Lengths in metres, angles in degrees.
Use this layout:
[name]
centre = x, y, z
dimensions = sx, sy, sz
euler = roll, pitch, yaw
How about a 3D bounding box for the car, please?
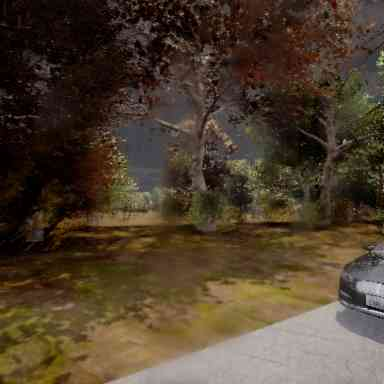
[car]
centre = 4.908, 1.519, 6.817
dimensions = 4.902, 1.511, 2.128
euler = 0, 0, -38
